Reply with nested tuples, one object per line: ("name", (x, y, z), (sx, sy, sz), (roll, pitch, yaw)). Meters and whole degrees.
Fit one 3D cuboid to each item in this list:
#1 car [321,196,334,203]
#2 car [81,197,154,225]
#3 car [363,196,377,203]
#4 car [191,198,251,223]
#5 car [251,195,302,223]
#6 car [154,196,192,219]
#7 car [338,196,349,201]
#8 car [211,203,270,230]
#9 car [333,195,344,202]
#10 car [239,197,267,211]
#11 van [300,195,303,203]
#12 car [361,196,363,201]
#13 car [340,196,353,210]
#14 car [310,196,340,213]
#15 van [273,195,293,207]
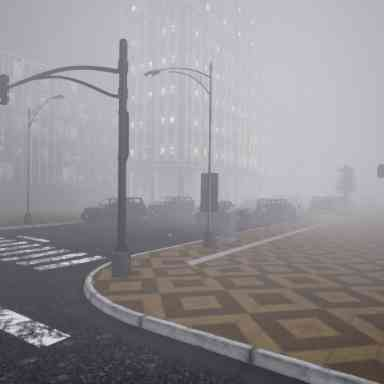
("car", (29.997, 1.616, 73.468), (1.802, 1.307, 4.206), (1, 1, 35))
("car", (-5.418, 1.275, 23.775), (2.192, 1.841, 5.009), (1, 0, 35))
("car", (39.635, 1.598, 73.432), (1.967, 1.590, 4.097), (1, 1, 35))
("car", (2.280, 1.400, 25.214), (2.097, 1.767, 4.553), (1, 1, 35))
("car", (6.797, 1.409, 26.927), (2.192, 1.841, 5.009), (1, 0, 35))
("car", (-1.754, 1.283, 28.939), (2.192, 1.841, 5.009), (1, 0, 35))
("car", (39.613, 1.623, 87.019), (1.947, 1.339, 4.313), (1, 1, 35))
("car", (3.300, 1.668, 22.004), (1.802, 1.307, 4.206), (1, 0, 35))
("car", (36.320, 1.570, 82.378), (1.752, 1.417, 4.829), (1, 1, 35))
("car", (7.770, 1.430, 42.252), (1.967, 1.590, 4.097), (1, 0, 35))
("van", (17.159, 1.351, 55.370), (1.690, 1.788, 3.998), (1, 0, 35))
("car", (44.103, 1.655, 84.161), (2.128, 1.511, 4.902), (1, 1, 35))
("car", (20.375, 1.437, 46.286), (2.192, 1.841, 5.009), (1, 0, 35))
("car", (15.386, 1.427, 39.164), (2.192, 1.841, 5.009), (1, 0, 35))
("van", (13.949, 1.345, 50.846), (1.690, 1.788, 3.998), (1, 0, 35))
